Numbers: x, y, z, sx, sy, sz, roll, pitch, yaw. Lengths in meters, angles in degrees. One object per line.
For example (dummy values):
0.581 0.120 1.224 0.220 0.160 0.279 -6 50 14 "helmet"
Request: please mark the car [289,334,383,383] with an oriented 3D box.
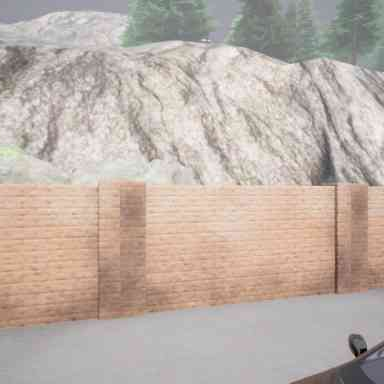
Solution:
2.235 1.492 1.870 4.902 1.511 2.128 0 0 -18 "car"
